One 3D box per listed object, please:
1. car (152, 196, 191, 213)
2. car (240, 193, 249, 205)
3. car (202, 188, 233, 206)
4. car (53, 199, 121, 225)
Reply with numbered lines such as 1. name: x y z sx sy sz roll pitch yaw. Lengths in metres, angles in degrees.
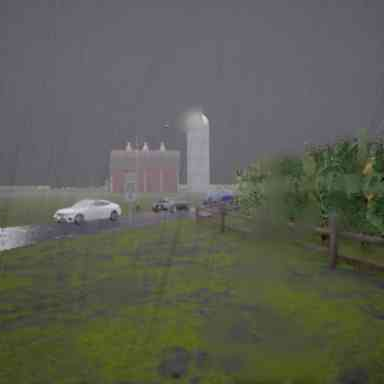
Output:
1. car: -1.769 1.080 29.741 1.994 1.385 4.181 0 1 29
2. car: 7.357 0.798 40.972 2.033 1.411 5.357 0 1 25
3. car: 3.132 0.549 39.043 2.150 2.045 5.566 0 1 26
4. car: -6.617 1.208 21.532 1.812 1.442 4.674 0 1 31
